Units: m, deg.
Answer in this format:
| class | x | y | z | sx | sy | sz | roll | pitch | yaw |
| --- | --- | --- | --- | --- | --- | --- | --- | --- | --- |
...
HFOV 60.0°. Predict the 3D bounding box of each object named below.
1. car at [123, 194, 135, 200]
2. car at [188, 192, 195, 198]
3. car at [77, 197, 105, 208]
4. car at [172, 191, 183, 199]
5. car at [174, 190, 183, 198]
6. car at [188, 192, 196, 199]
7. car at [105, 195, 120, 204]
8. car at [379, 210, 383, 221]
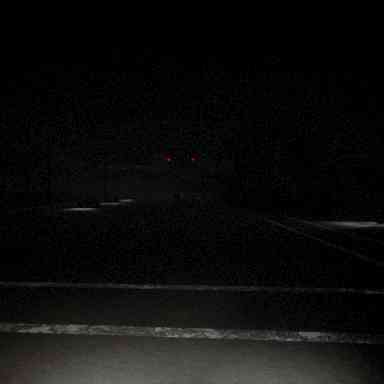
| class | x | y | z | sx | sy | sz | roll | pitch | yaw |
| --- | --- | --- | --- | --- | --- | --- | --- | --- | --- |
| car | -14.010 | 1.034 | 73.623 | 1.895 | 1.301 | 4.718 | 0 | 1 | 0 |
| car | -0.012 | 0.673 | 87.772 | 1.812 | 1.442 | 4.674 | 0 | 1 | 0 |
| car | -14.108 | 1.417 | 46.006 | 2.033 | 1.411 | 5.357 | 0 | 1 | 0 |
| car | -3.511 | 0.846 | 77.051 | 1.882 | 1.535 | 5.008 | 0 | 1 | 0 |
| car | -3.512 | 0.514 | 87.288 | 2.097 | 1.767 | 4.553 | 0 | 1 | 0 |
| car | -0.011 | 0.880 | 77.646 | 1.812 | 1.442 | 4.674 | 0 | 1 | 0 |
| car | -14.078 | 1.237 | 58.549 | 1.812 | 1.442 | 4.674 | 0 | 1 | 0 |
| car | 15.829 | 1.353 | 23.523 | 4.553 | 1.767 | 2.097 | 0 | 0 | -2 |
